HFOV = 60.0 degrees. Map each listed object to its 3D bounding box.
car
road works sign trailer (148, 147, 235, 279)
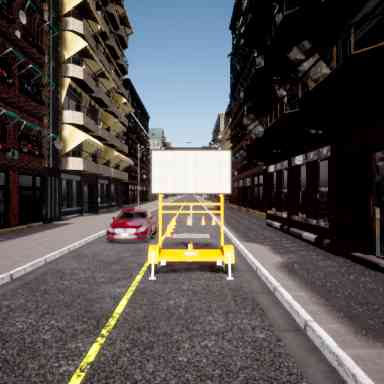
[{"bbox_3d":[-2.786,1.530,16.089,1.812,1.442,4.674,0,0,0],"label":"car"},{"bbox_3d":[-0.023,0.467,9.985,2.380,3.560,2.880,0,0,0],"label":"road works sign trailer"}]
